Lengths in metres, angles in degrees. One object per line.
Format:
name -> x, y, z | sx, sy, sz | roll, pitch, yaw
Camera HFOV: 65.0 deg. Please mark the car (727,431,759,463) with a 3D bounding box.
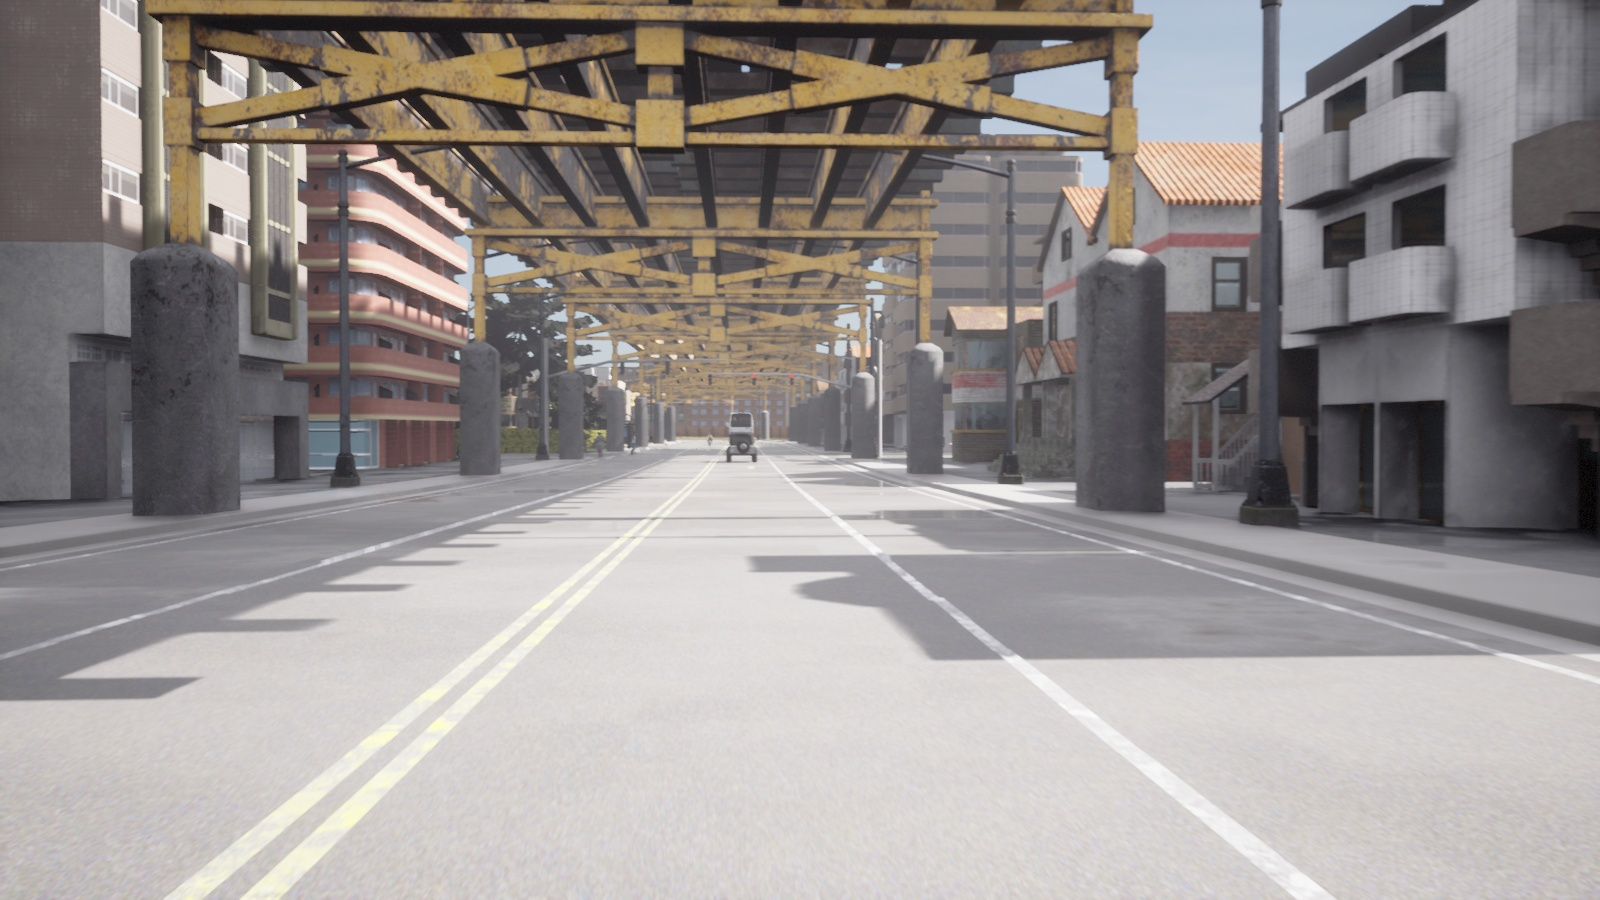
car -> -3.510, -0.210, 77.624 | 1.905, 1.878, 3.866 | 0, 1, -3
